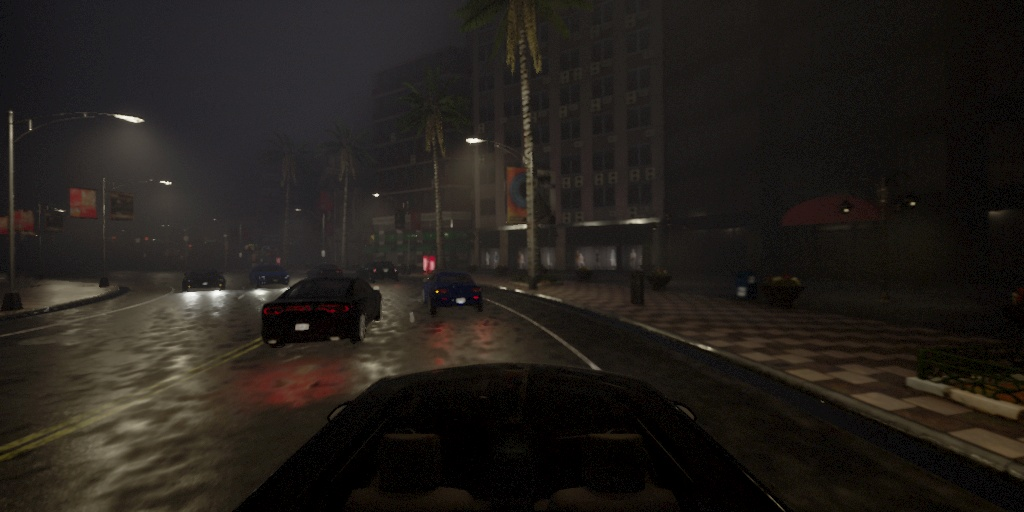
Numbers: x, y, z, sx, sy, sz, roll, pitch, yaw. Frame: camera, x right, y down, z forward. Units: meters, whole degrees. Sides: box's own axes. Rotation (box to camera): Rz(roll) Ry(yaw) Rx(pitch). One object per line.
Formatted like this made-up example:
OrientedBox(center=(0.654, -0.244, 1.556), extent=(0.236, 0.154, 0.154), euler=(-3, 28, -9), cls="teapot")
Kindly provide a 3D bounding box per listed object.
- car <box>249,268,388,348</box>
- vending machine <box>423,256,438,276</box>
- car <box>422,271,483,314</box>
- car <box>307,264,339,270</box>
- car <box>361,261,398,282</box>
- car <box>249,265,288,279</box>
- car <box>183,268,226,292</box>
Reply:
OrientedBox(center=(-4.735, 1.264, 9.614), extent=(1.882, 1.535, 5.008), euler=(0, 0, -12), cls="car")
OrientedBox(center=(-8.690, 0.975, 37.833), extent=(1.100, 2.100, 0.880), euler=(0, 0, -45), cls="vending machine")
OrientedBox(center=(-2.377, 1.280, 13.839), extent=(1.812, 1.442, 4.674), euler=(0, 0, -18), cls="car")
OrientedBox(center=(-14.780, 1.366, 28.223), extent=(1.837, 1.490, 4.892), euler=(0, 0, -41), cls="car")
OrientedBox(center=(-10.956, 1.171, 29.062), extent=(2.097, 1.767, 4.553), euler=(-1, 0, -38), cls="car")
OrientedBox(center=(-17.355, 1.372, 25.600), extent=(1.882, 1.535, 5.008), euler=(0, 0, -43), cls="car")
OrientedBox(center=(-19.770, 1.488, 23.054), extent=(1.994, 1.385, 4.181), euler=(-1, 0, -42), cls="car")
